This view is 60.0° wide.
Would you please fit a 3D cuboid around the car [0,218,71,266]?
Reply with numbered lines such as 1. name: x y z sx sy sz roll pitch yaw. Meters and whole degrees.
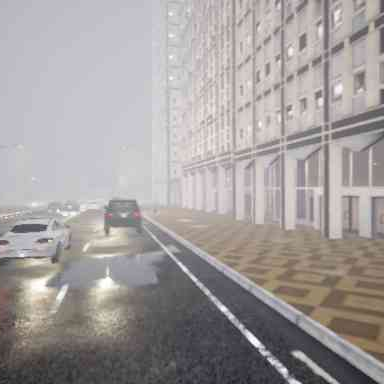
1. car: -5.630 1.672 12.235 1.812 1.442 4.674 0 0 -13

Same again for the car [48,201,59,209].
1. car: -22.494 2.171 55.183 1.994 1.385 4.181 0 0 -13

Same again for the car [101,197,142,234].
1. car: -4.395 1.426 21.144 2.150 2.045 5.566 0 0 -13

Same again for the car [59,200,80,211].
1. car: -17.952 2.019 49.822 2.128 1.511 4.902 0 0 -13

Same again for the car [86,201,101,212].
1. car: -13.747 1.995 46.805 1.812 1.442 4.674 0 0 -13

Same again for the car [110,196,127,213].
1. car: -9.998 1.648 45.053 2.150 2.045 5.566 0 0 -13
